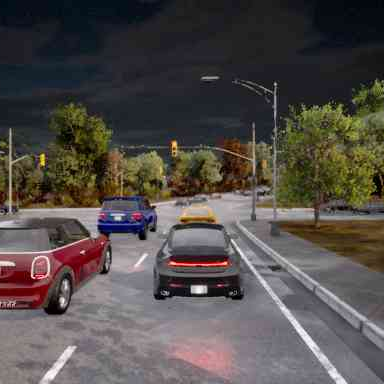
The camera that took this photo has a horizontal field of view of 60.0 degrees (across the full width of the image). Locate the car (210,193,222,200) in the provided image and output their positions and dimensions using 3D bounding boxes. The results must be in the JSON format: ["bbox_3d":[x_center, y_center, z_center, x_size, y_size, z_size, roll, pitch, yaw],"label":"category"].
[{"bbox_3d":[5.263,1.007,74.420,1.812,1.442,4.674,0,2,23],"label":"car"}]

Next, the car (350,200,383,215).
[{"bbox_3d":[19.161,1.529,33.046,5.357,1.411,2.033,-1,0,3],"label":"car"}]

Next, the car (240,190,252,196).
[{"bbox_3d":[14.590,0.266,84.288,1.994,1.385,4.181,0,3,33],"label":"car"}]

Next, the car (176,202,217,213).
[{"bbox_3d":[0.340,1.518,17.804,1.882,1.535,5.008,0,0,2],"label":"car"}]

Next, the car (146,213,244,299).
[{"bbox_3d":[0.150,1.516,8.425,1.837,1.490,4.892,0,0,1],"label":"car"}]

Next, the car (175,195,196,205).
[{"bbox_3d":[-1.373,1.660,56.800,1.994,1.385,4.181,0,1,17],"label":"car"}]

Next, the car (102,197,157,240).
[{"bbox_3d":[-3.189,1.260,17.321,2.150,2.045,5.566,0,0,2],"label":"car"}]

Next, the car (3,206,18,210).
[{"bbox_3d":[-21.189,1.826,35.611,4.718,1.301,1.895,-1,0,3],"label":"car"}]

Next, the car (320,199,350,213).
[{"bbox_3d":[16.368,1.533,36.977,4.902,1.511,2.128,-1,0,4],"label":"car"}]

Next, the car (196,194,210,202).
[{"bbox_3d":[1.396,1.252,65.156,2.097,1.767,4.553,0,2,21],"label":"car"}]

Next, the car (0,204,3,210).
[{"bbox_3d":[-21.534,1.708,32.121,4.902,1.511,2.128,-1,0,4],"label":"car"}]

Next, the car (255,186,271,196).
[{"bbox_3d":[17.911,0.149,83.010,1.882,1.535,5.008,0,3,33],"label":"car"}]

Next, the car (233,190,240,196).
[{"bbox_3d":[12.376,0.142,87.369,1.812,1.442,4.674,0,3,31],"label":"car"}]

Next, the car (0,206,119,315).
[{"bbox_3d":[-3.356,1.362,7.758,2.097,1.767,4.553,0,0,1],"label":"car"}]
